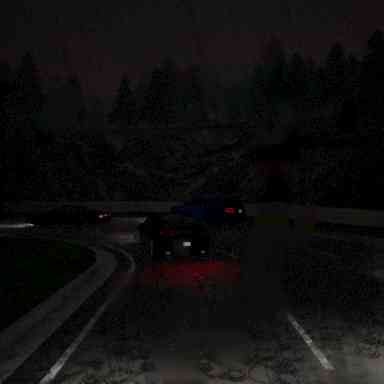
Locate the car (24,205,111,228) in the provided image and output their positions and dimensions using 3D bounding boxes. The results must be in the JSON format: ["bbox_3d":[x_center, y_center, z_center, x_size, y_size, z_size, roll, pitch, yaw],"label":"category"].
[{"bbox_3d":[-8.213,1.591,22.198,5.357,1.411,2.033,0,0,5],"label":"car"}]

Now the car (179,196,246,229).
[{"bbox_3d":[0.867,1.272,21.918,5.566,2.045,2.150,0,-1,40],"label":"car"}]

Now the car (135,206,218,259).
[{"bbox_3d":[-0.917,1.506,12.926,1.882,1.535,5.008,1,0,-18],"label":"car"}]
